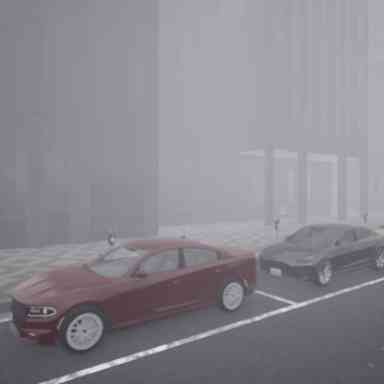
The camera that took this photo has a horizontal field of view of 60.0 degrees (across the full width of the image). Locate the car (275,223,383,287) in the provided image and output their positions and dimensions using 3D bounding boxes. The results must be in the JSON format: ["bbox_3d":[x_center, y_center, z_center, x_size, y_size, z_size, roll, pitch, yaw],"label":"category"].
[{"bbox_3d":[3.819,1.576,9.374,4.313,1.339,1.947,0,0,-35],"label":"car"}]

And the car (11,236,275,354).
[{"bbox_3d":[-0.769,1.548,6.101,4.507,1.381,1.887,0,0,-35],"label":"car"}]
